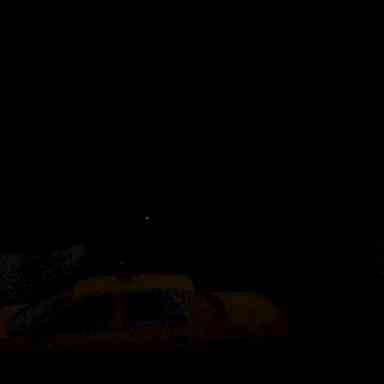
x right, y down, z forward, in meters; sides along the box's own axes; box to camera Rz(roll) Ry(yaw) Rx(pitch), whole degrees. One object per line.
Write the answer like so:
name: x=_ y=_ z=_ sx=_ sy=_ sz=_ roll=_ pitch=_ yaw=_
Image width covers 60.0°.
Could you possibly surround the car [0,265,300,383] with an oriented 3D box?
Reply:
car: x=-1.126 y=1.682 z=4.273 sx=4.829 sy=1.417 sz=1.752 roll=0 pitch=-2 yaw=-10
